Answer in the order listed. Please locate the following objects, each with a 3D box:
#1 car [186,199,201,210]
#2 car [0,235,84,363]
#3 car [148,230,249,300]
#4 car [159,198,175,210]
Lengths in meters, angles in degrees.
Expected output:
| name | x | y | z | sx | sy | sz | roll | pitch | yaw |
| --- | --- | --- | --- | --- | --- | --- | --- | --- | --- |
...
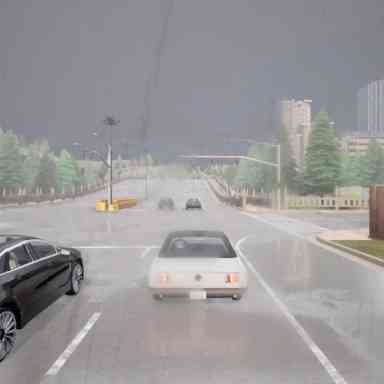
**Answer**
| name | x | y | z | sx | sy | sz | roll | pitch | yaw |
| --- | --- | --- | --- | --- | --- | --- | --- | --- | --- |
| car | 0.198 | 1.564 | 43.931 | 1.994 | 1.385 | 4.181 | 0 | 0 | 0 |
| car | -3.387 | 1.492 | 5.777 | 2.128 | 1.511 | 4.902 | 0 | 0 | 0 |
| car | 0.117 | 1.601 | 8.311 | 1.895 | 1.301 | 4.718 | 0 | 0 | 0 |
| car | -3.304 | 1.505 | 43.755 | 1.837 | 1.490 | 4.892 | 0 | 0 | 0 |
